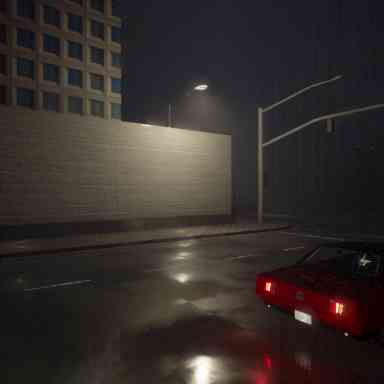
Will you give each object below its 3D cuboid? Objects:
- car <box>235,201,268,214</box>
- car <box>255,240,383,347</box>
[{"bbox_3d":[5.937,1.656,36.072,1.895,1.301,4.718,0,0,-36],"label":"car"},{"bbox_3d":[3.499,1.601,6.286,4.718,1.301,1.895,0,0,-35],"label":"car"}]
